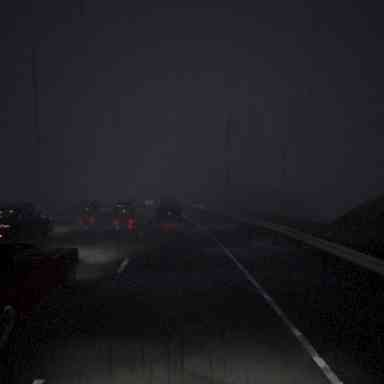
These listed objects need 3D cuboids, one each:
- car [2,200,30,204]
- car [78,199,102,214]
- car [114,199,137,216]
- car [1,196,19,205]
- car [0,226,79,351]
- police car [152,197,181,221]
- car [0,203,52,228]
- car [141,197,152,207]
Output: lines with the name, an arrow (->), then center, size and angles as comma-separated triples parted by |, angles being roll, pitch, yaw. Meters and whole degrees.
car -> -12.174, 1.446, 23.709 | 1.837, 1.490, 4.892 | 0, 0, -7
car -> -10.226, 1.399, 33.485 | 2.128, 1.511, 4.902 | 0, 0, -10
car -> -6.208, 1.402, 30.884 | 2.128, 1.511, 4.902 | 0, 0, -10
car -> -30.990, 1.388, 56.797 | 1.812, 1.442, 4.674 | 0, 0, -19
car -> -3.606, 1.586, 6.065 | 1.895, 1.301, 4.718 | 0, 0, -2
police car -> -1.990, 1.343, 26.563 | 1.930, 1.638, 5.238 | 0, 0, -8
car -> -7.638, 1.456, 14.407 | 2.128, 1.511, 4.902 | 0, 0, -5
car -> -5.978, 1.386, 46.742 | 1.812, 1.442, 4.674 | 0, 0, -14
